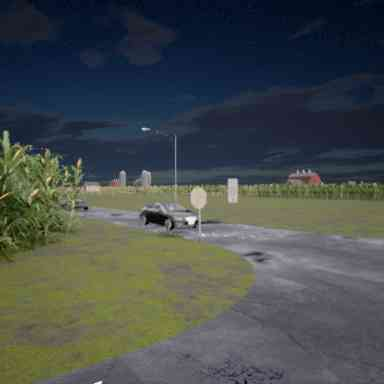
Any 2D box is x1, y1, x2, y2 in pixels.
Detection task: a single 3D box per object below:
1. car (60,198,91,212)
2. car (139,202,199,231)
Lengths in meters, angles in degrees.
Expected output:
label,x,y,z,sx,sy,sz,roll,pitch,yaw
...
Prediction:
label,x,y,z,sx,sy,sz,roll,pitch,yaw
car,-12.368,1.309,35.009,2.033,1.411,5.357,0,1,-36
car,-1.462,1.365,19.936,2.128,1.511,4.902,0,1,-36
